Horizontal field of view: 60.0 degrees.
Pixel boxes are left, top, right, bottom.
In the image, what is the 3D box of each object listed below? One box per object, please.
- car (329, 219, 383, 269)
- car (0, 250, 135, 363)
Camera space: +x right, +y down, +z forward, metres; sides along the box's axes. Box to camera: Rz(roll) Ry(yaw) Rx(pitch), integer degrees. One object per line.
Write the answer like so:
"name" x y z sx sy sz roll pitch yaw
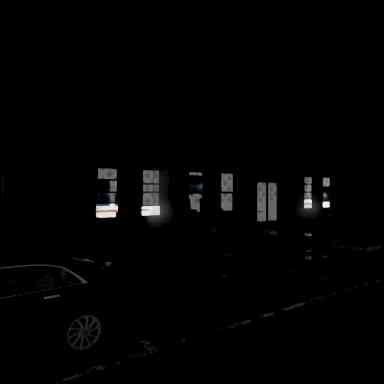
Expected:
"car" 6.329 1.582 11.061 4.206 1.307 1.802 0 0 -35
"car" -2.945 1.551 4.458 4.403 1.369 2.008 0 0 -35
